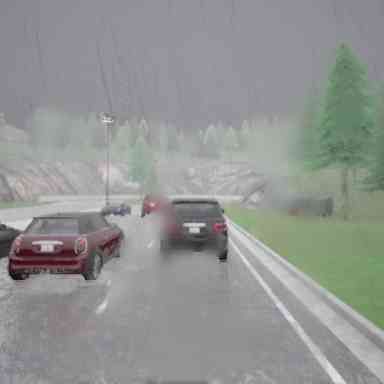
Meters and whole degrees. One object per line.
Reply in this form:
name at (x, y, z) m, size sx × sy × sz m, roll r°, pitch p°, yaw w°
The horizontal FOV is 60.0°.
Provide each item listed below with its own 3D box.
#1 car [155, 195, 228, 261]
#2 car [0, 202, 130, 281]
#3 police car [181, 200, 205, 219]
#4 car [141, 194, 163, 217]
car at (0.081, 1.224, 12.450) m, size 2.150 × 2.045 × 5.566 m, roll 0°, pitch 0°, yaw 0°
car at (-3.433, 1.355, 10.037) m, size 2.097 × 1.767 × 4.553 m, roll 0°, pitch 0°, yaw 0°
police car at (0.078, 1.514, 30.068) m, size 2.038 × 1.542 × 4.974 m, roll 0°, pitch 0°, yaw 0°
car at (-3.419, 1.233, 31.566) m, size 2.150 × 2.045 × 5.566 m, roll 0°, pitch 0°, yaw 0°
